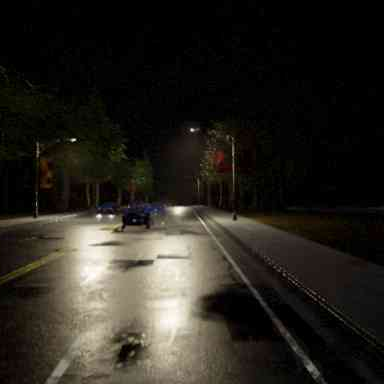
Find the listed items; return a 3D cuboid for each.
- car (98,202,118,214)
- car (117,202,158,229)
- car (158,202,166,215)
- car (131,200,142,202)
[{"bbox_3d":[-11.004,2.077,43.976,1.882,1.535,5.008,0,-1,-1],"label":"car"},{"bbox_3d":[-3.802,1.738,24.035,1.882,1.535,5.008,0,-1,-2],"label":"car"},{"bbox_3d":[-4.298,1.988,41.285,1.882,1.535,5.008,0,-1,-2],"label":"car"},{"bbox_3d":[-7.803,1.981,46.606,2.097,1.767,4.553,0,-1,-2],"label":"car"}]
